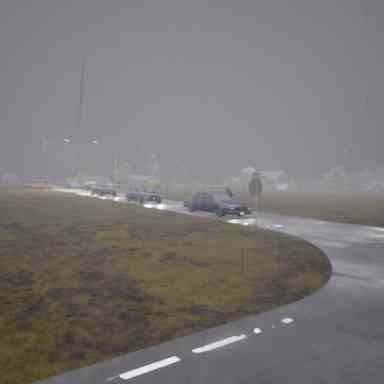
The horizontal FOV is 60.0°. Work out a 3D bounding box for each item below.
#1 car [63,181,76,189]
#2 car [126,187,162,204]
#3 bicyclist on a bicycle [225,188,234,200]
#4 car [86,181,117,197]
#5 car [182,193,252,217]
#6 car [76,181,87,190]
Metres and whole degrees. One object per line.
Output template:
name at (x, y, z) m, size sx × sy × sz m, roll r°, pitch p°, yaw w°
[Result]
car at (-21.896, -1.338, 60.461) m, size 2.033 × 1.411 × 5.357 m, roll 1°, pitch 2°, yaw -35°
car at (-4.372, 0.269, 30.098) m, size 1.994 × 1.385 × 4.181 m, roll 1°, pitch 2°, yaw -35°
bicyclist on a bicycle at (3.238, 0.467, 29.640) m, size 1.656 × 1.620 × 0.582 m, roll 0°, pitch 2°, yaw -35°
car at (-10.290, -0.293, 38.635) m, size 1.837 × 1.490 × 4.892 m, roll 1°, pitch 2°, yaw -35°
car at (1.450, 0.755, 21.730) m, size 2.033 × 1.411 × 5.357 m, roll 1°, pitch 2°, yaw -35°
car at (-15.953, -0.926, 51.917) m, size 2.128 × 1.511 × 4.902 m, roll 1°, pitch 2°, yaw -35°
